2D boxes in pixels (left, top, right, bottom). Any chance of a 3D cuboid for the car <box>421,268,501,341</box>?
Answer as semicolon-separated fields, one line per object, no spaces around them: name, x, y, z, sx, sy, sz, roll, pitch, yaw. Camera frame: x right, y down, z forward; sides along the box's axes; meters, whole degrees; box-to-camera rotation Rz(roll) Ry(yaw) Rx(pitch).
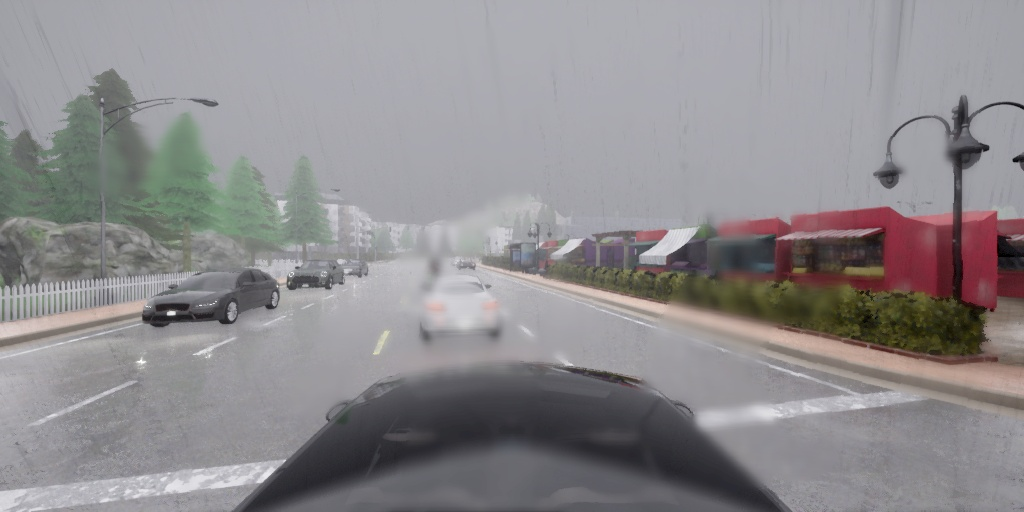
car;-1.468;1.225;9.737;1.812;1.442;4.674;0;0;-12

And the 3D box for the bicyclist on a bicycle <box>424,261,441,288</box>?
bicyclist on a bicycle;-4.293;1.078;19.589;0.582;1.620;1.656;0;1;25

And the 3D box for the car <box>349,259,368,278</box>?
car;-13.564;1.032;30.683;2.128;1.511;4.902;0;0;-13

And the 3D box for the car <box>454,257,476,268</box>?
car;-5.587;1.046;43.729;1.895;1.301;4.718;0;0;-13

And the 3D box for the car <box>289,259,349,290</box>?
car;-11.374;0.965;21.059;2.097;1.767;4.553;0;0;-13

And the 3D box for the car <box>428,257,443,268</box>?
car;-10.814;0.897;50.793;1.837;1.490;4.892;0;0;-13

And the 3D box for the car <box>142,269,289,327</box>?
car;-9.179;1.190;11.457;1.837;1.490;4.892;0;0;-13
